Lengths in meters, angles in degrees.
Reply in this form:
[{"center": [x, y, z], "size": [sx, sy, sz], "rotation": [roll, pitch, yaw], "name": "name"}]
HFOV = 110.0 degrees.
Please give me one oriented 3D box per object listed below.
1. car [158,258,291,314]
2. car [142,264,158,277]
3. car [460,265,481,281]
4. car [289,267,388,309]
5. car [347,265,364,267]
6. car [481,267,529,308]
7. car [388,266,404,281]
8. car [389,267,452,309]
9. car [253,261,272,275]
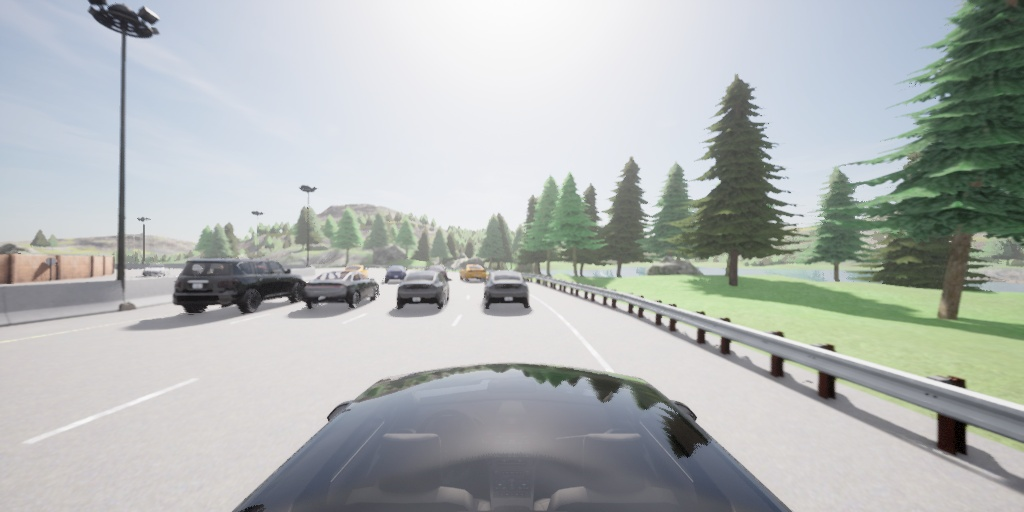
[{"center": [-10.734, 1.119, 14.689], "size": [2.150, 2.045, 5.566], "rotation": [0, 0, -4], "name": "car"}, {"center": [-42.842, 1.736, 43.260], "size": [1.812, 1.442, 4.674], "rotation": [1, -1, -36], "name": "car"}, {"center": [-3.859, 1.594, 34.796], "size": [1.882, 1.535, 5.008], "rotation": [0, 0, -17], "name": "car"}, {"center": [-7.341, 1.399, 15.829], "size": [2.128, 1.511, 4.902], "rotation": [0, 0, -5], "name": "car"}, {"center": [-14.000, 1.564, 32.084], "size": [1.882, 1.535, 5.008], "rotation": [0, 0, -17], "name": "car"}, {"center": [-0.356, 1.418, 16.258], "size": [1.837, 1.490, 4.892], "rotation": [0, 0, -5], "name": "car"}, {"center": [-10.512, 1.618, 32.649], "size": [1.812, 1.442, 4.674], "rotation": [0, 0, -17], "name": "car"}, {"center": [-3.849, 1.416, 16.047], "size": [1.837, 1.490, 4.892], "rotation": [0, 0, -5], "name": "car"}, {"center": [-34.066, 1.627, 48.965], "size": [2.097, 1.767, 4.553], "rotation": [0, -1, -35], "name": "car"}]
